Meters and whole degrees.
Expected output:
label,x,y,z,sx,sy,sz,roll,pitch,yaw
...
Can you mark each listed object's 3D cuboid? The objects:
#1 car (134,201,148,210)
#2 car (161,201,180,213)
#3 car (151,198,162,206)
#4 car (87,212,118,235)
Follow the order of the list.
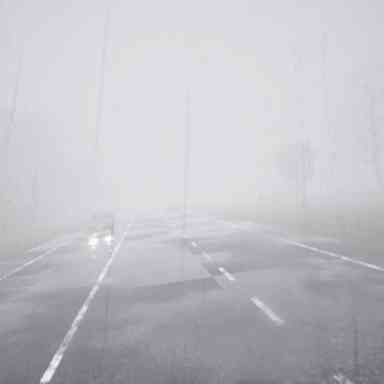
label,x,y,z,sx,sy,sz,roll,pitch,yaw
car,-11.627,3.147,73.640,1.994,1.385,4.181,-5,0,-1
car,-2.873,2.069,47.380,1.882,1.535,5.008,-5,0,-8
car,-9.713,2.786,94.860,2.150,2.045,5.566,-5,0,-8
car,-6.765,2.300,25.424,2.128,1.511,4.902,-5,0,-8
